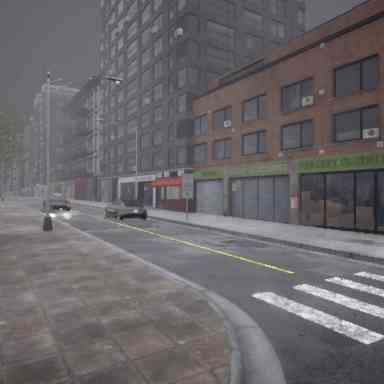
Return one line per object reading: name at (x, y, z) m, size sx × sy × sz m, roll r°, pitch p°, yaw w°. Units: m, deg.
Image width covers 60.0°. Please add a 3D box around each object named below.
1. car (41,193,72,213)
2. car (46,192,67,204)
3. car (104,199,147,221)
car at (-12.333, 1.042, 30.026) m, size 2.033 × 1.411 × 5.357 m, roll 0°, pitch 1°, yaw -32°
car at (-18.776, 0.843, 45.928) m, size 1.882 × 1.535 × 5.008 m, roll 0°, pitch 0°, yaw -32°
car at (-4.739, 1.203, 23.396) m, size 1.994 × 1.385 × 4.181 m, roll 0°, pitch 1°, yaw -32°
